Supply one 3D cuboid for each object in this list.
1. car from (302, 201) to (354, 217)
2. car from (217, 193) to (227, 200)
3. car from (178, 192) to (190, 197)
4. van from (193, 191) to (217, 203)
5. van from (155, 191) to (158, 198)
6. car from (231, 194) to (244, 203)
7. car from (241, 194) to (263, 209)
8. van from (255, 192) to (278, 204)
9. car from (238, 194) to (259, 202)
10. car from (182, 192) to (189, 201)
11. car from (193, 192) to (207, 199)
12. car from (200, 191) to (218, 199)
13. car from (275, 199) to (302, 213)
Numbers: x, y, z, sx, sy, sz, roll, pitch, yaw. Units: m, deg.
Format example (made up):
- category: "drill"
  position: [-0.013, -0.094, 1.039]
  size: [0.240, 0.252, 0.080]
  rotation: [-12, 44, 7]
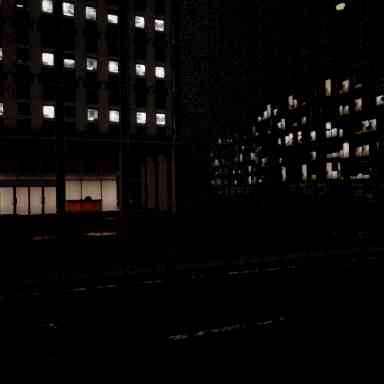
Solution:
- category: "car"
  position: [12.159, 1.435, 29.445]
  size: [1.947, 1.339, 4.313]
  rotation: [0, 1, -21]
- category: "car"
  position: [5.874, 0.955, 69.641]
  size: [1.802, 1.307, 4.206]
  rotation: [0, 1, -21]
- category: "car"
  position: [-2.259, 0.711, 90.869]
  size: [2.008, 1.369, 4.403]
  rotation: [0, 1, -21]
- category: "van"
  position: [2.114, 0.953, 56.026]
  size: [1.690, 1.788, 3.998]
  rotation: [0, 1, -21]
- category: "van"
  position: [-8.052, 0.688, 82.564]
  size: [1.690, 1.788, 3.998]
  rotation: [0, 1, -21]
- category: "car"
  position: [8.256, 1.016, 56.160]
  size: [1.882, 1.535, 5.008]
  rotation: [-1, 1, -21]
- category: "car"
  position: [8.164, 1.332, 40.089]
  size: [1.947, 1.339, 4.313]
  rotation: [0, 1, -21]
- category: "van"
  position: [11.972, 0.871, 53.715]
  size: [1.690, 1.788, 3.998]
  rotation: [0, 1, -21]
- category: "car"
  position: [9.940, 1.060, 59.025]
  size: [1.802, 1.307, 4.206]
  rotation: [0, 1, -21]
- category: "car"
  position: [-1.952, 1.057, 66.644]
  size: [2.008, 1.369, 4.403]
  rotation: [0, 1, -21]
- category: "car"
  position: [1.807, 0.707, 80.253]
  size: [1.967, 1.590, 4.097]
  rotation: [0, 1, -21]
- category: "car"
  position: [3.840, 0.635, 74.945]
  size: [2.192, 1.841, 5.009]
  rotation: [0, 1, -21]
- category: "car"
  position: [10.143, 1.400, 34.761]
  size: [1.802, 1.307, 4.206]
  rotation: [0, 1, -21]
